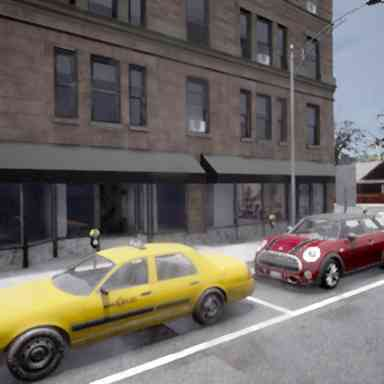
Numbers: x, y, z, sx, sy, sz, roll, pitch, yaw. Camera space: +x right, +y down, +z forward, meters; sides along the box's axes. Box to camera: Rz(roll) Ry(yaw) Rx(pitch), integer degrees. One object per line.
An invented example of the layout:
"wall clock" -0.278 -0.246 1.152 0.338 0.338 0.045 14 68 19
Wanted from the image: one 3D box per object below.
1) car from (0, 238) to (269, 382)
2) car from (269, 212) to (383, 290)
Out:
"car" -1.115 1.493 5.393 4.829 1.417 1.752 -1 1 -35
"car" 3.516 1.321 8.695 4.097 1.590 1.967 -1 1 -35
